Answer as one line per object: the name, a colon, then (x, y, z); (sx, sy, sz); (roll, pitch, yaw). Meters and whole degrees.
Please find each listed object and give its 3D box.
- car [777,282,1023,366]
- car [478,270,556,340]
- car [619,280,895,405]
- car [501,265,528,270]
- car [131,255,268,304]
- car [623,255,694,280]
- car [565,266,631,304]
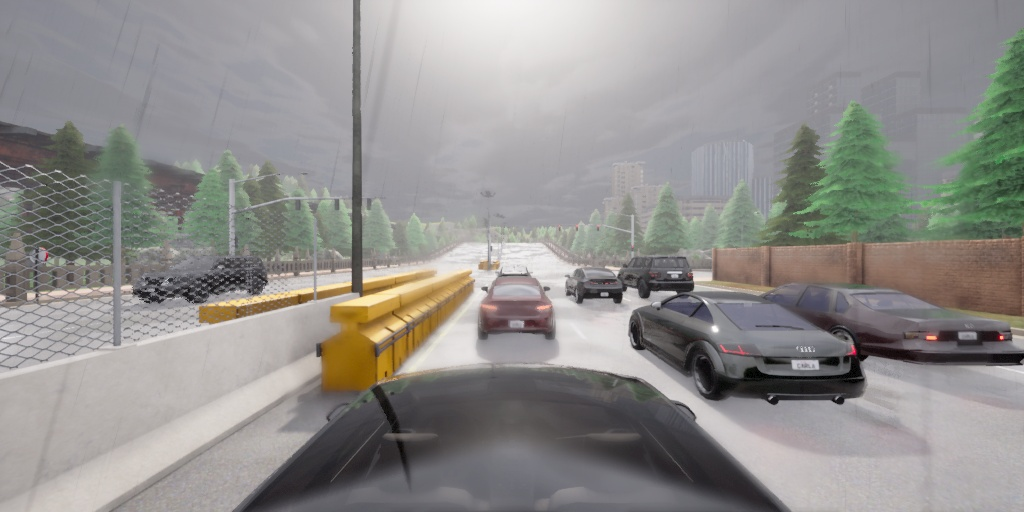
car: (7.106, 1.297, 8.099); (2.033, 1.411, 5.357); (0, 0, 0)
car: (0.109, 1.276, 9.863); (1.812, 1.442, 4.674); (0, 0, 0)
car: (3.607, 1.314, 6.435); (1.994, 1.385, 4.181); (0, 0, -1)
car: (0.116, 1.241, 19.109); (2.128, 1.511, 4.902); (0, 0, 0)
car: (-13.988, 0.957, 16.645); (2.150, 2.045, 5.566); (0, 0, 0)
car: (7.114, 0.972, 18.341); (2.150, 2.045, 5.566); (0, 0, 0)
car: (3.613, 1.254, 16.401); (1.837, 1.490, 4.892); (0, 0, 0)
